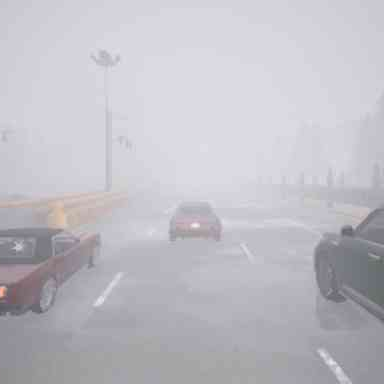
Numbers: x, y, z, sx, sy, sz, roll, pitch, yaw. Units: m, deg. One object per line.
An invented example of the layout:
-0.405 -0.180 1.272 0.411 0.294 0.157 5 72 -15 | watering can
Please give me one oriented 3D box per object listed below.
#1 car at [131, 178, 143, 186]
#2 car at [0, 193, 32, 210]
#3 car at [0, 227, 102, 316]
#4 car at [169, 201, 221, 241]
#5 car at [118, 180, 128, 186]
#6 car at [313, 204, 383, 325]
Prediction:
-13.590 -2.514 82.132 2.150 2.045 5.566 0 3 0 | car
-10.536 0.787 18.664 1.812 1.442 4.674 0 3 0 | car
-3.396 1.400 7.119 1.895 1.301 4.718 0 2 0 | car
0.121 1.056 13.763 1.994 1.385 4.181 0 3 0 | car
-17.089 -2.247 82.308 1.837 1.490 4.892 0 3 0 | car
3.602 1.112 4.589 2.150 2.045 5.566 0 2 0 | car
